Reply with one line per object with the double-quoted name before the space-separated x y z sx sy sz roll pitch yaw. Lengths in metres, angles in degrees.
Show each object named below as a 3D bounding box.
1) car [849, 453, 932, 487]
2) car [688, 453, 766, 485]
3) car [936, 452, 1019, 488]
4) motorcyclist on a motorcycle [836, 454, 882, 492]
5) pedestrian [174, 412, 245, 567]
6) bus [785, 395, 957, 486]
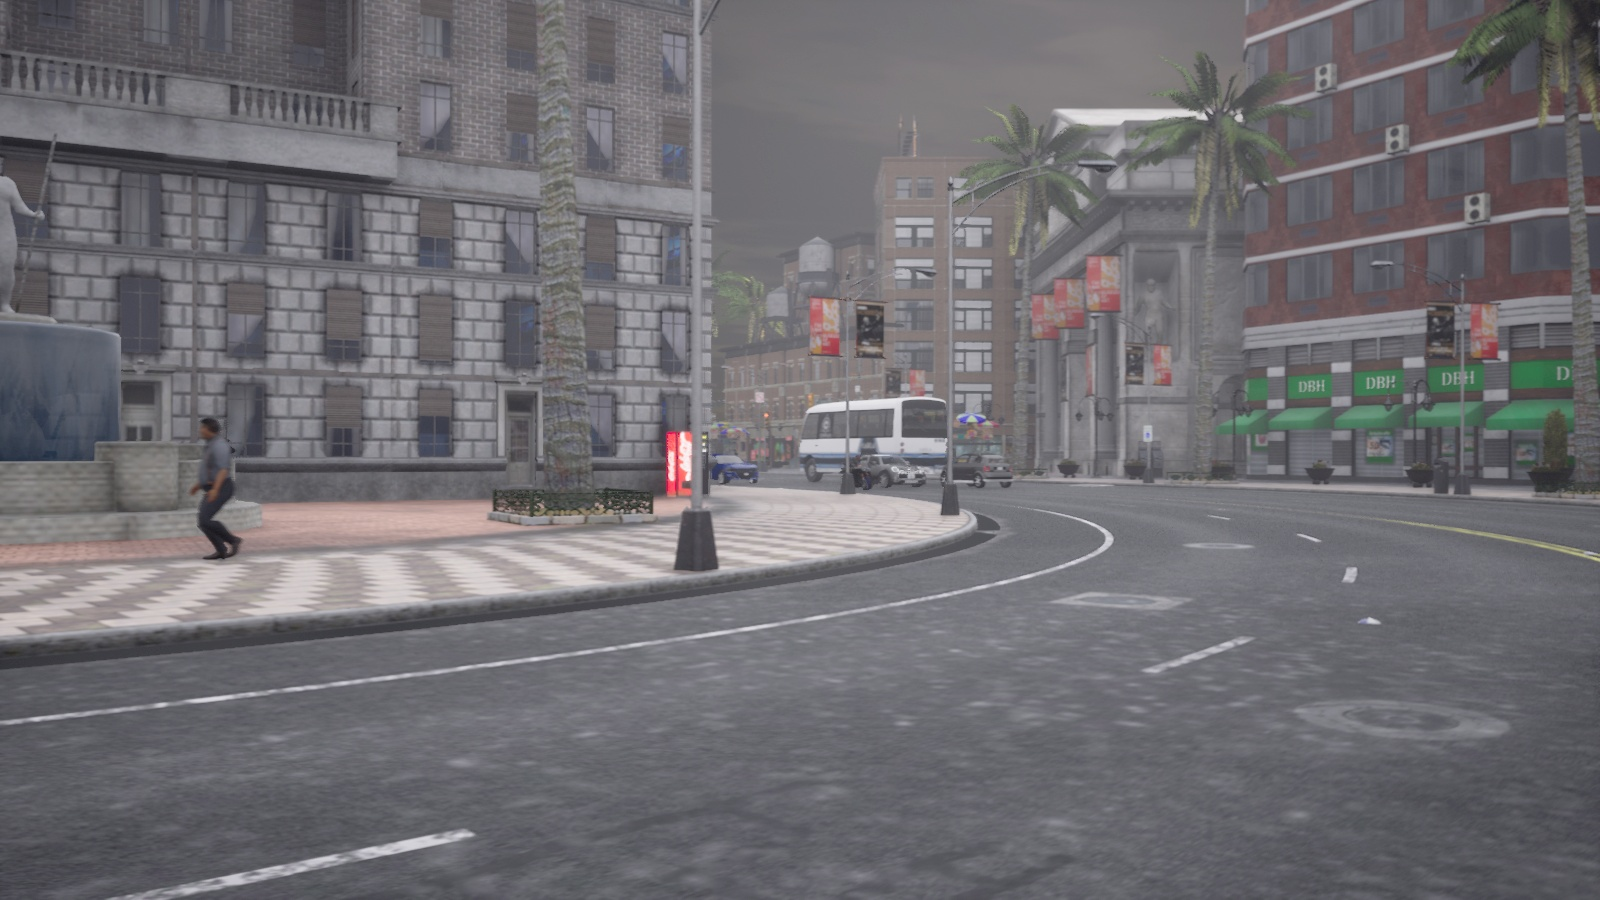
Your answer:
"car" 4.013 0.880 56.171 1.970 1.475 3.806 0 0 -29
"car" -3.718 0.935 62.934 1.882 1.535 5.008 0 -1 -29
"car" 7.923 0.883 56.301 1.789 1.549 3.705 0 0 -29
"motorcyclist on a motorcycle" 2.429 0.940 51.803 0.866 1.530 2.191 0 0 -28
"pedestrian" -7.248 0.471 15.419 0.694 1.848 0.540 0 0 -37
"bus" 3.419 -0.433 64.625 3.944 4.253 10.273 0 0 -29
